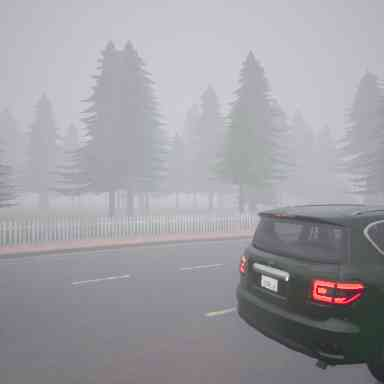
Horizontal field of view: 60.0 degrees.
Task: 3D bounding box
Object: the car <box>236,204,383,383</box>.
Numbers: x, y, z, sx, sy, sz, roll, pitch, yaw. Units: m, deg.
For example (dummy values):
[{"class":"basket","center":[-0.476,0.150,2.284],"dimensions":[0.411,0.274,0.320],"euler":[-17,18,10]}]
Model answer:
[{"class":"car","center":[3.348,1.222,5.366],"dimensions":[5.566,2.045,2.150],"euler":[0,0,-27]}]
